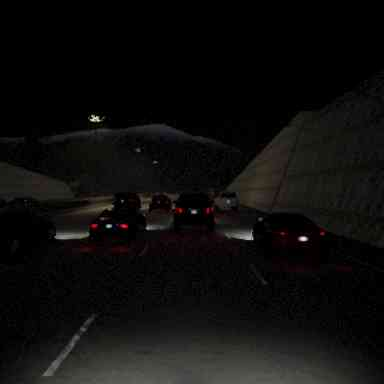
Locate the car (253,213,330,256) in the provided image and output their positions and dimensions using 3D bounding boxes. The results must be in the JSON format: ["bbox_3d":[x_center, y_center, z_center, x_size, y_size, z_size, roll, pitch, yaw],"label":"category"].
[{"bbox_3d":[3.601,1.477,12.754,1.994,1.385,4.181,0,0,0],"label":"car"}]

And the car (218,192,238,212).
[{"bbox_3d":[3.621,0.979,35.726,2.150,2.045,5.566,0,0,0],"label":"car"}]

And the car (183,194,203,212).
[{"bbox_3d":[0.121,1.106,36.285,2.097,1.767,4.553,0,0,0],"label":"car"}]

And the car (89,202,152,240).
[{"bbox_3d":[-3.397,1.438,16.125,2.033,1.411,5.357,0,0,0],"label":"car"}]

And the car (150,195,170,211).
[{"bbox_3d":[-3.379,1.106,36.277,2.097,1.767,4.553,0,0,0],"label":"car"}]

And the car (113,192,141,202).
[{"bbox_3d":[-6.879,0.980,35.633,2.150,2.045,5.566,0,0,0],"label":"car"}]

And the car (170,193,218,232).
[{"bbox_3d":[0.105,1.089,19.431,2.150,2.045,5.566,0,0,0],"label":"car"}]

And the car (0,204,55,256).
[{"bbox_3d":[-6.900,1.419,12.626,1.837,1.490,4.892,0,0,0],"label":"car"}]

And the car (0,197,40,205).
[{"bbox_3d":[-17.576,1.272,34.513,1.837,1.490,4.892,0,0,0],"label":"car"}]
